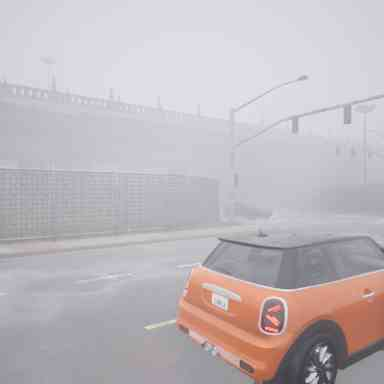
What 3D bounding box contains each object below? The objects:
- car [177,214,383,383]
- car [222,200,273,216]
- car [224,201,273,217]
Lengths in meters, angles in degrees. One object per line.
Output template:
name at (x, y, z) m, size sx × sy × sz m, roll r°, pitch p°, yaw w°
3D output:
car at (2.081, 1.352, 5.272) m, size 4.553 × 1.767 × 2.097 m, roll 0°, pitch 0°, yaw -35°
car at (5.605, 1.603, 34.240) m, size 2.033 × 1.411 × 5.357 m, roll 0°, pitch 0°, yaw -36°
car at (4.862, 1.562, 29.260) m, size 1.837 × 1.490 × 4.892 m, roll 0°, pitch -1°, yaw -36°
